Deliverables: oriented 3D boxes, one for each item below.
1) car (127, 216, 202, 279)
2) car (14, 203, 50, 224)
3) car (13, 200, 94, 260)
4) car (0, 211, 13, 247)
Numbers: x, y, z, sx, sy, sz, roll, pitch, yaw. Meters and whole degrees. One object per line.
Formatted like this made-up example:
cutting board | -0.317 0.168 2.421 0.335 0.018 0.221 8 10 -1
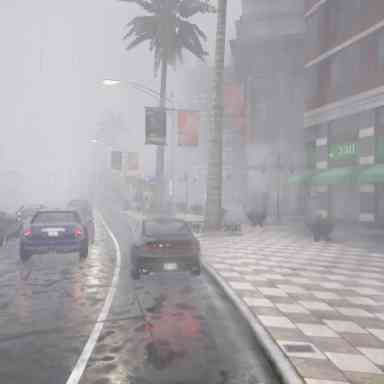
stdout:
car | -0.965 1.503 10.195 1.837 1.490 4.892 0 0 -11
car | -12.451 1.590 26.122 1.895 1.301 4.718 0 0 -18
car | -4.911 1.347 12.685 2.097 1.767 4.553 0 0 -13
car | -8.834 1.539 14.584 2.033 1.411 5.357 0 0 -16
